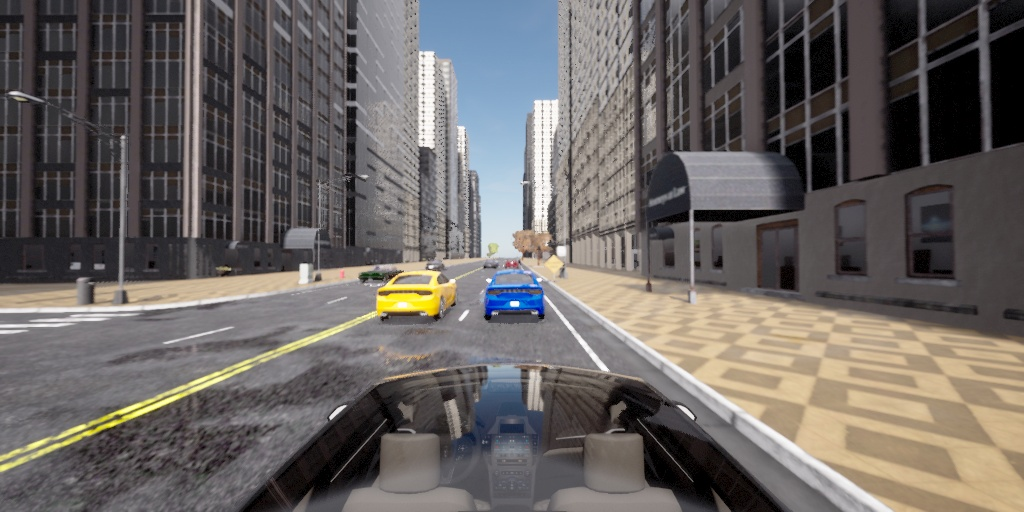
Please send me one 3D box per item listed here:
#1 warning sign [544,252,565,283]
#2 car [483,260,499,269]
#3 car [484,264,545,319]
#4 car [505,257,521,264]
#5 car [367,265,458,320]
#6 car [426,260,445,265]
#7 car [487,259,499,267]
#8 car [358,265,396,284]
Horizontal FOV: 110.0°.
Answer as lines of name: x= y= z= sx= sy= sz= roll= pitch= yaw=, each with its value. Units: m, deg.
warning sign: x=2.839 y=0.834 z=24.040 sx=1.300 sy=1.860 sz=1.060 roll=0 pitch=0 yaw=0
car: x=-3.277 y=1.263 z=53.854 sx=1.994 sy=1.385 sz=4.181 roll=0 pitch=0 yaw=0
car: x=0.081 y=1.230 z=12.838 sx=1.882 sy=1.535 sz=5.008 roll=-1 pitch=0 yaw=0
car: x=-0.027 y=1.043 z=53.825 sx=2.097 sy=1.767 sz=4.553 roll=0 pitch=0 yaw=0
car: x=-3.170 y=1.274 z=12.845 sx=1.882 sy=1.535 sz=5.008 roll=-1 pitch=0 yaw=0
car: x=-9.847 y=1.217 z=46.164 sx=2.128 sy=1.511 sz=4.902 roll=0 pitch=0 yaw=0
car: x=-3.282 y=1.288 z=63.891 sx=1.895 sy=1.301 sz=4.718 roll=0 pitch=0 yaw=0
car: x=-9.862 y=1.347 z=27.178 sx=1.895 sy=1.301 sz=4.718 roll=0 pitch=0 yaw=0
